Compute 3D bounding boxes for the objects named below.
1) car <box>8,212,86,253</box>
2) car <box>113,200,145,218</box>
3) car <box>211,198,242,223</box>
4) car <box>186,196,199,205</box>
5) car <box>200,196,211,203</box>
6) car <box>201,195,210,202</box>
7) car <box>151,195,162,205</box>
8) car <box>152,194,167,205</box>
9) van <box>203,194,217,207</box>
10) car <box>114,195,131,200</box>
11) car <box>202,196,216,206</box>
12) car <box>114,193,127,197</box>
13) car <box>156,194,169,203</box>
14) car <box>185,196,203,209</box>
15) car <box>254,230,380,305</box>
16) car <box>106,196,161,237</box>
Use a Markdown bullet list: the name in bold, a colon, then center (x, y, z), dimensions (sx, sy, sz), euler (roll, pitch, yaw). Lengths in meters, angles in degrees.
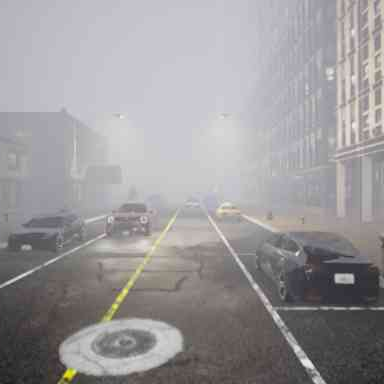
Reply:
- **car**: center (-5.681, 1.530, 13.599), dimensions (1.947, 1.339, 4.313), euler (1, 0, 0)
- **car**: center (-5.681, 1.472, 30.532), dimensions (2.008, 1.369, 4.403), euler (1, 0, 0)
- **car**: center (2.667, 1.461, 25.003), dimensions (1.752, 1.417, 4.829), euler (1, 0, 0)
- **car**: center (0.094, 1.423, 55.503), dimensions (1.994, 1.385, 4.181), euler (0, 0, 0)
- **car**: center (2.663, 1.404, 64.342), dimensions (1.947, 1.339, 4.313), euler (1, 0, 0)
- **car**: center (2.834, 1.349, 70.156), dimensions (1.752, 1.417, 4.829), euler (1, 0, 0)
- **car**: center (-5.683, 1.461, 47.464), dimensions (1.802, 1.307, 4.206), euler (1, 0, 0)
- **car**: center (-5.679, 1.180, 53.107), dimensions (2.192, 1.841, 5.009), euler (1, 0, 0)
- **van**: center (2.668, 1.220, 47.409), dimensions (1.690, 1.788, 3.998), euler (1, 0, 0)
- **car**: center (-19.425, 1.569, 93.061), dimensions (4.313, 1.339, 1.947), euler (-1, 0, 1)
- **car**: center (2.664, 1.431, 53.053), dimensions (1.947, 1.339, 4.313), euler (1, 0, 0)
- **car**: center (-19.533, 1.209, 84.683), dimensions (5.009, 1.841, 2.192), euler (-1, 0, 1)
- **car**: center (-5.682, 1.277, 64.396), dimensions (1.967, 1.590, 4.097), euler (1, 0, 0)
- **car**: center (0.096, 1.491, 42.793), dimensions (1.895, 1.301, 4.718), euler (0, 0, 0)
- **car**: center (2.667, 1.546, 7.901), dimensions (1.947, 1.339, 4.313), euler (1, 0, 0)
- **car**: center (-3.057, 1.305, 17.659), dimensions (2.097, 1.767, 4.553), euler (0, 0, 0)
